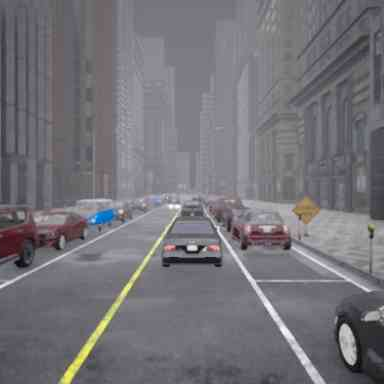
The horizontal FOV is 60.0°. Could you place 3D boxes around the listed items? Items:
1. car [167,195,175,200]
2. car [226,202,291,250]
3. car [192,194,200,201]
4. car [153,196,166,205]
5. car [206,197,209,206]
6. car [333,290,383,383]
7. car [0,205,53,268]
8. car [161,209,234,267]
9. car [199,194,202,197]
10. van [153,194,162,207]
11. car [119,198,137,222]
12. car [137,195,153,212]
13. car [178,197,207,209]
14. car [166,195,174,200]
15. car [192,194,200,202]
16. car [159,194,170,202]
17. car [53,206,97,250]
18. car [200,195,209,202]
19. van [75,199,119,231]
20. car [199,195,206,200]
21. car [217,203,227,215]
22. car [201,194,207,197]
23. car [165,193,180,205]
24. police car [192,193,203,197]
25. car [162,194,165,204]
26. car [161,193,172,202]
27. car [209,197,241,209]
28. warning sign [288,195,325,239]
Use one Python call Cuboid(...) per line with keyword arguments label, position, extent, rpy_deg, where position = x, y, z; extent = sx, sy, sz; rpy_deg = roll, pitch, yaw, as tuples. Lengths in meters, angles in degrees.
Cuboid(label="car", position=(-5.751, 1.429, 93.032), extent=(2.008, 1.369, 4.403), rpy_deg=(0, 0, 0))
Cuboid(label="car", position=(2.762, 1.418, 14.127), extent=(1.967, 1.590, 4.097), rpy_deg=(0, 0, 0))
Cuboid(label="car", position=(0.913, 1.368, 80.826), extent=(1.882, 1.535, 5.008), rpy_deg=(0, 0, 0))
Cuboid(label="car", position=(-5.756, 1.463, 59.212), extent=(2.008, 1.369, 4.403), rpy_deg=(0, 0, 0))
Cuboid(label="car", position=(2.766, 1.510, 36.673), extent=(1.947, 1.339, 4.313), rpy_deg=(0, 0, 0))
Cuboid(label="car", position=(2.760, 1.546, 2.855), extent=(2.008, 1.369, 4.403), rpy_deg=(0, 0, 0))
Cuboid(label="car", position=(-5.765, 1.301, 8.481), extent=(2.192, 1.841, 5.009), rpy_deg=(0, 0, 0))
Cuboid(label="car", position=(0.024, 1.530, 11.350), extent=(2.033, 1.411, 5.357), rpy_deg=(0, 0, 0))
Cuboid(label="car", position=(2.769, 1.479, 59.218), extent=(1.947, 1.339, 4.313), rpy_deg=(0, 0, 0))
Cuboid(label="van", position=(-5.758, 1.268, 47.939), extent=(1.690, 1.788, 3.998), rpy_deg=(0, 0, 0))
Cuboid(label="car", position=(-5.762, 1.401, 25.392), extent=(1.967, 1.590, 4.097), rpy_deg=(0, 0, 0))
Cuboid(label="car", position=(-5.760, 1.384, 36.666), extent=(1.967, 1.590, 4.097), rpy_deg=(0, 0, 0))
Cuboid(label="car", position=(0.050, 1.462, 28.553), extent=(1.837, 1.490, 4.892), rpy_deg=(0, 0, 1))
Cuboid(label="car", position=(-5.752, 1.449, 87.395), extent=(1.947, 1.339, 4.313), rpy_deg=(0, 0, 0))
Cuboid(label="car", position=(0.912, 1.352, 75.015), extent=(1.801, 1.575, 5.366), rpy_deg=(0, 0, 0))
Cuboid(label="car", position=(-5.755, 1.341, 70.485), extent=(1.967, 1.590, 4.097), rpy_deg=(0, 0, 0))
Cuboid(label="car", position=(-5.763, 1.522, 14.119), extent=(1.887, 1.381, 4.507), rpy_deg=(0, 0, 0))
Cuboid(label="car", position=(2.772, 1.477, 76.127), extent=(1.802, 1.307, 4.206), rpy_deg=(0, 0, 0))
Cuboid(label="van", position=(-5.763, 1.310, 19.756), extent=(1.690, 1.788, 3.998), rpy_deg=(0, 0, 0))
Cuboid(label="car", position=(2.773, 1.466, 87.400), extent=(1.802, 1.307, 4.206), rpy_deg=(0, 0, 0))
Cuboid(label="car", position=(2.763, 1.536, 19.764), extent=(1.947, 1.339, 4.313), rpy_deg=(0, 0, 0))
Cuboid(label="car", position=(2.767, 1.368, 47.945), extent=(1.967, 1.590, 4.097), rpy_deg=(0, 0, 0))
Cuboid(label="car", position=(-3.052, 1.406, 57.941), extent=(2.128, 1.511, 4.902), rpy_deg=(0, 0, 0))
Cuboid(label="police car", position=(0.910, 1.332, 64.935), extent=(1.930, 1.638, 5.238), rpy_deg=(0, 0, 0))
Cuboid(label="car", position=(-5.757, 1.445, 53.406), extent=(1.752, 1.417, 4.829), rpy_deg=(0, 0, 0))
Cuboid(label="car", position=(-5.754, 1.210, 76.122), extent=(2.192, 1.841, 5.009), rpy_deg=(0, 0, 0))
Cuboid(label="car", position=(2.763, 1.276, 25.400), extent=(2.192, 1.841, 5.009), rpy_deg=(0, 0, 0))
Cuboid(label="warning sign", position=(5.073, 1.093, 14.820), extent=(1.300, 1.860, 1.060), rpy_deg=(0, 0, 0))
